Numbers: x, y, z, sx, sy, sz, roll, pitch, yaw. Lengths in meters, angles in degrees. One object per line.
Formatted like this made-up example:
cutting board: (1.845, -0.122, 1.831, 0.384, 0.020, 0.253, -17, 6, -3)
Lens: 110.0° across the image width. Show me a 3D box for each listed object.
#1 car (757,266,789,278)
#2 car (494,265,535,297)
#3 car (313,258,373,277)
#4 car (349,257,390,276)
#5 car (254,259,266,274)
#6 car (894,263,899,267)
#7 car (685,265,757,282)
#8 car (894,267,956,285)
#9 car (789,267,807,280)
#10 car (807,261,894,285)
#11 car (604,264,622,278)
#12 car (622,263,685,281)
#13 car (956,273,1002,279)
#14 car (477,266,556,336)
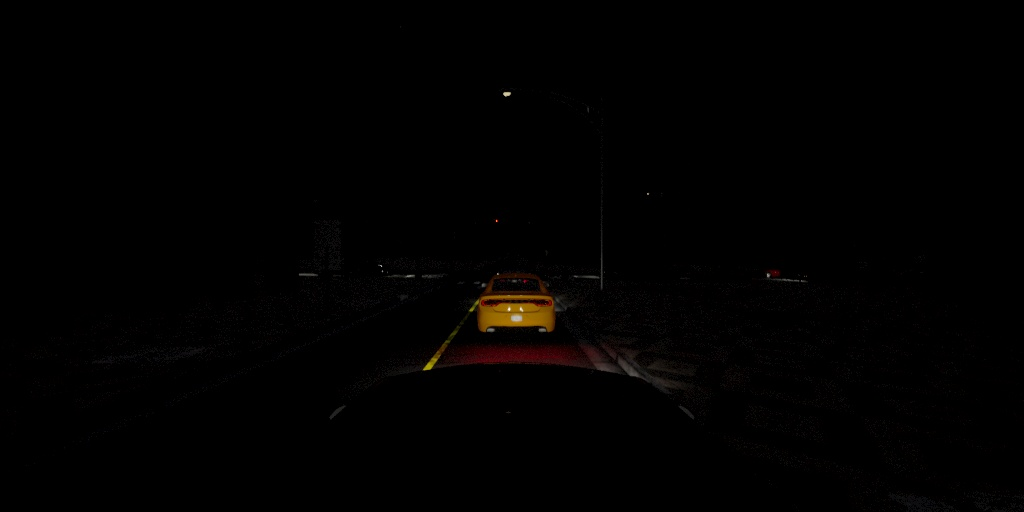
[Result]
car: (29.087, 1.755, 39.472, 4.507, 1.381, 1.888, 0, 0, 0)
car: (0.111, 1.292, 20.232, 2.033, 1.411, 5.357, 0, 0, 0)
car: (-14.764, 1.107, 30.882, 4.403, 1.370, 2.007, 0, 0, 0)
car: (-13.881, 0.919, 33.594, 4.553, 1.767, 2.097, 1, 0, 1)
car: (-24.941, 0.906, 33.648, 4.902, 1.511, 2.128, 1, 0, 0)
car: (34.448, 1.524, 33.601, 5.566, 2.045, 2.150, 1, 0, 0)
car: (17.956, 1.562, 30.955, 4.829, 1.417, 1.751, 0, 0, 0)
car: (34.717, 1.855, 30.942, 4.507, 1.381, 1.888, 0, 0, 0)
car: (31.886, 1.763, 36.793, 4.892, 1.490, 1.837, 1, 0, 0)
car: (29.073, 1.532, 30.946, 5.009, 1.841, 2.192, 0, 0, 0)
car: (11.902, 1.446, 36.817, 4.892, 1.490, 1.837, 1, 0, 0)
car: (12.144, 1.515, 30.959, 4.313, 1.339, 1.948, 0, 0, 0)
car: (40.367, 1.987, 30.938, 4.207, 1.307, 1.802, 0, 0, 0)
car: (0.104, 1.225, 10.405, 1.882, 1.535, 5.008, 0, 0, 0)
